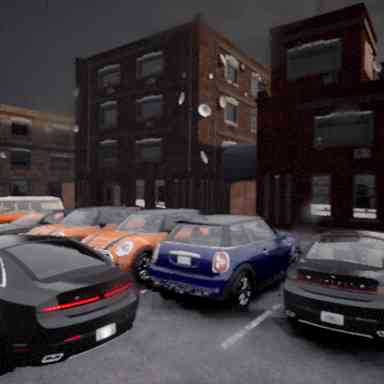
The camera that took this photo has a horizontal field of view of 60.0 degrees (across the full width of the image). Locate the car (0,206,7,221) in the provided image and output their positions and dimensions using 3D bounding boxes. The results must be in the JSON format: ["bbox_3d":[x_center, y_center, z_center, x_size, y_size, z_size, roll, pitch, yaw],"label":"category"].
[{"bbox_3d":[-5.637,1.429,12.979,2.097,1.535,5.008,0,0,35],"label":"car"}]

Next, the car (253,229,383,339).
[{"bbox_3d":[3.335,1.477,6.567,2.231,1.521,4.892,0,0,35],"label":"car"}]

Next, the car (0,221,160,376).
[{"bbox_3d":[-3.037,1.478,5.543,4.892,1.490,1.837,0,0,36],"label":"car"}]

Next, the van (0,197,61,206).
[{"bbox_3d":[-7.953,1.194,14.480,1.878,1.987,4.442,0,0,35],"label":"van"}]

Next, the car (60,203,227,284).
[{"bbox_3d":[-1.132,1.325,9.799,2.185,1.767,4.553,0,0,35],"label":"car"}]

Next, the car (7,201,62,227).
[{"bbox_3d":[-3.377,1.313,11.399,2.185,1.767,4.553,0,0,35],"label":"car"}]
